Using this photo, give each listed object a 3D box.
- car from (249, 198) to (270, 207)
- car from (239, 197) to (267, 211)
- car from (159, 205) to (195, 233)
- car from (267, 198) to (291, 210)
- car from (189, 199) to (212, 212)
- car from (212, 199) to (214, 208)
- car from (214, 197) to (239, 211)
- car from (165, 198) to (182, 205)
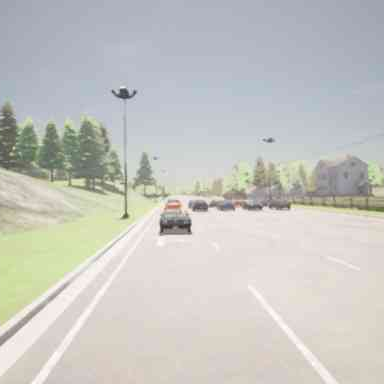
[{"bbox_3d":[10.854,1.684,54.161,2.033,1.411,5.357,-1,0,-3],"label":"car"},{"bbox_3d":[7.967,1.725,43.994,1.895,1.301,4.718,-1,0,-3],"label":"car"},{"bbox_3d":[-1.051,1.739,20.972,1.895,1.301,4.718,-1,0,-3],"label":"car"},{"bbox_3d":[11.486,1.558,43.761,2.128,1.511,4.902,-1,0,-3],"label":"car"},{"bbox_3d":[1.006,1.710,43.123,1.882,1.535,5.008,-1,0,-3],"label":"car"},{"bbox_3d":[3.868,1.811,53.736,1.994,1.385,4.181,-1,0,-3],"label":"car"},{"bbox_3d":[4.475,1.705,43.751,1.812,1.442,4.674,-1,0,-3],"label":"car"},{"bbox_3d":[-2.251,1.621,40.640,2.097,1.767,4.553,-1,0,-3],"label":"car"}]
